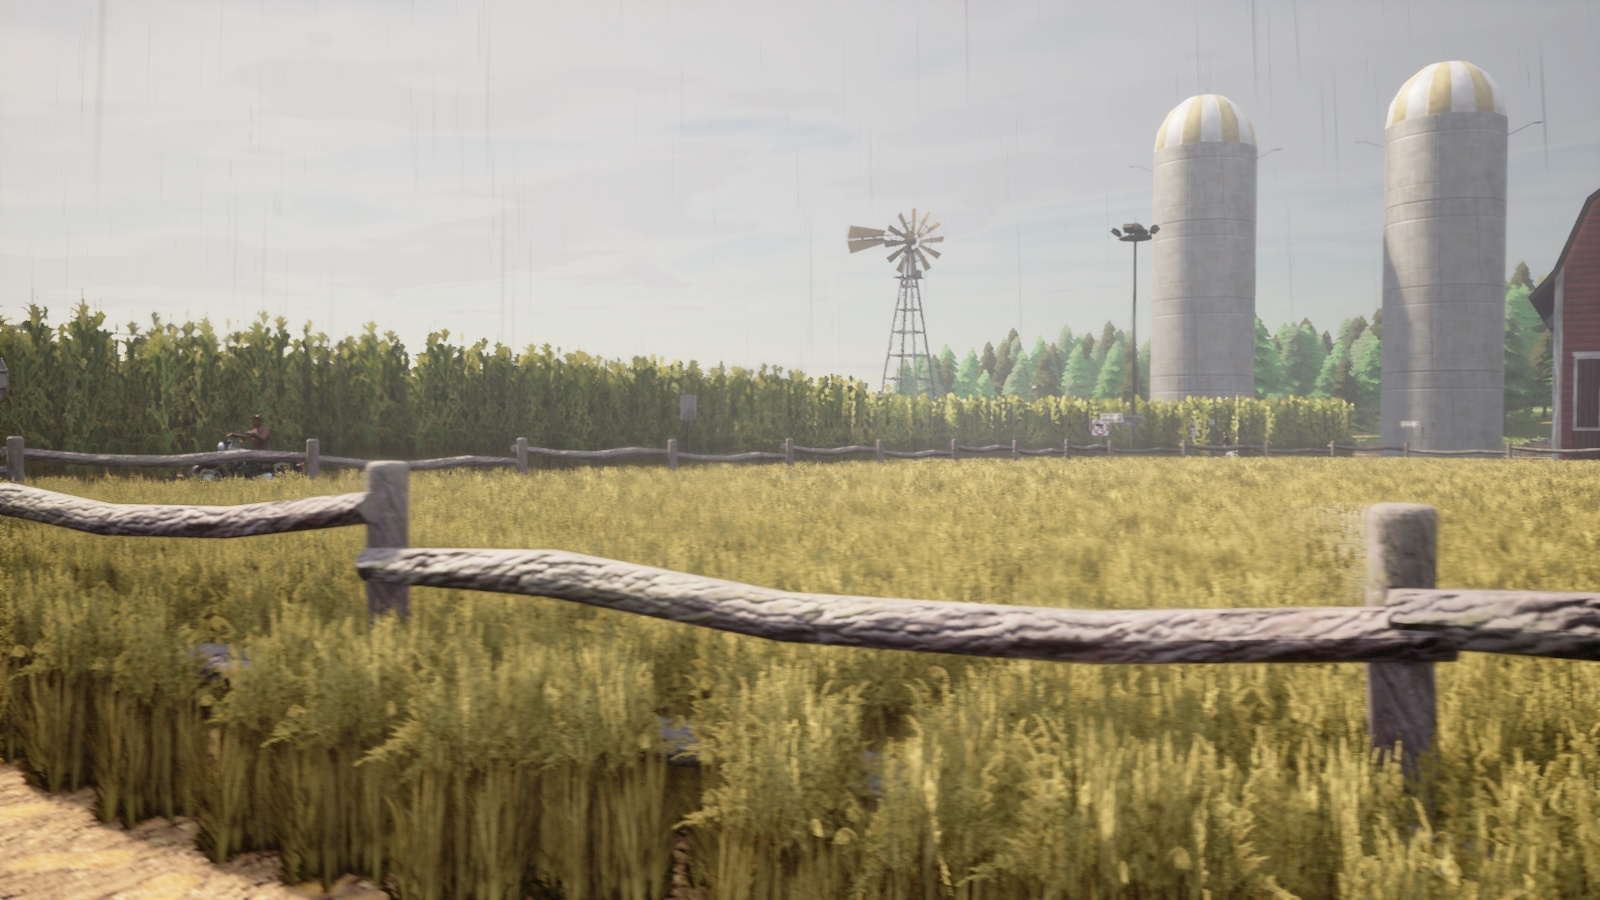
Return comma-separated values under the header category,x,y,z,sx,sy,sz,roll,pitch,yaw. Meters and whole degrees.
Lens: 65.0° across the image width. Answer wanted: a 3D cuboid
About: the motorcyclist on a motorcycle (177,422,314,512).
category,x,y,z,sx,sy,sz,roll,pitch,yaw
motorcyclist on a motorcycle,-10.641,0.303,24.174,0.766,1.649,2.350,0,1,34
